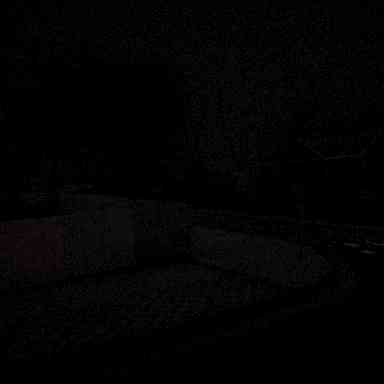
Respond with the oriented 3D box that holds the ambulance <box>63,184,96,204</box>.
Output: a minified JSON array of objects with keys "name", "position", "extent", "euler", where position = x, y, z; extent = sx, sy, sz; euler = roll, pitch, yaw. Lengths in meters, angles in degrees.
[{"name":"ambulance","position":[-13.168,0.266,38.896],"extent":[2.351,2.431,6.366],"euler":[0,1,-36]}]
